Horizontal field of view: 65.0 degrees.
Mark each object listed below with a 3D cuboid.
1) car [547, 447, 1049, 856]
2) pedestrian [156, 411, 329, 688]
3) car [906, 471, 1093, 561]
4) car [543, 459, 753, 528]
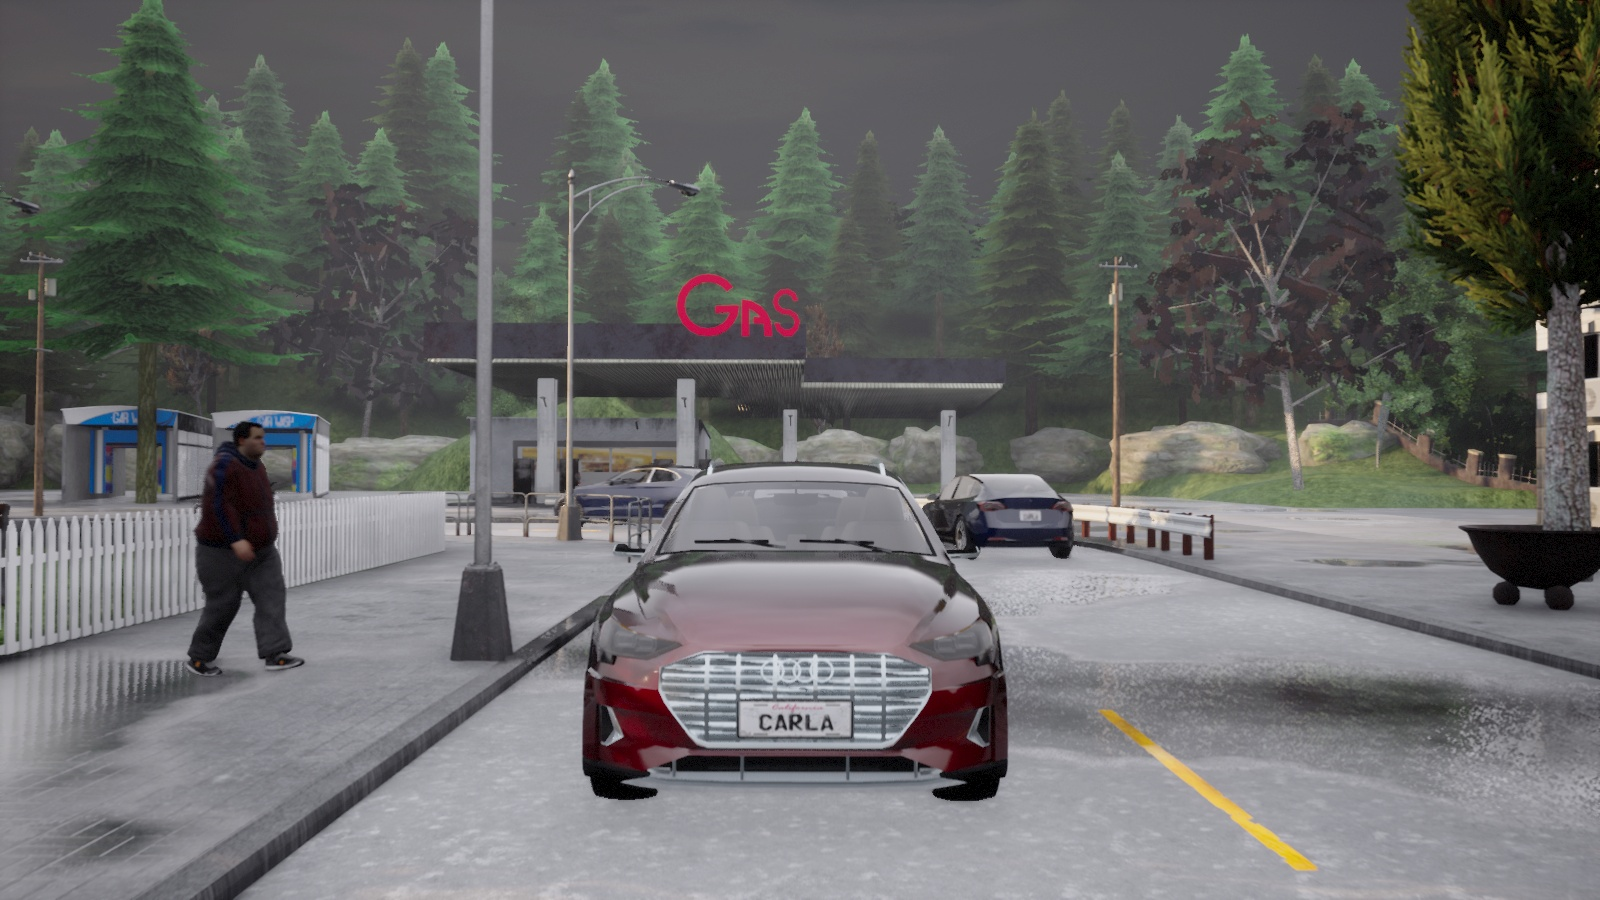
[{"bbox_3d":[-0.017,0.853,7.525,2.033,1.649,4.856,0,-1,0],"label":"car"},{"bbox_3d":[-3.880,0.667,8.776,0.899,1.844,0.634,0,-1,13],"label":"pedestrian"},{"bbox_3d":[3.561,1.146,23.455,2.163,1.488,4.792,0,-1,-8],"label":"car"},{"bbox_3d":[-3.939,1.087,32.366,5.027,1.651,2.152,-1,-1,27],"label":"car"}]
